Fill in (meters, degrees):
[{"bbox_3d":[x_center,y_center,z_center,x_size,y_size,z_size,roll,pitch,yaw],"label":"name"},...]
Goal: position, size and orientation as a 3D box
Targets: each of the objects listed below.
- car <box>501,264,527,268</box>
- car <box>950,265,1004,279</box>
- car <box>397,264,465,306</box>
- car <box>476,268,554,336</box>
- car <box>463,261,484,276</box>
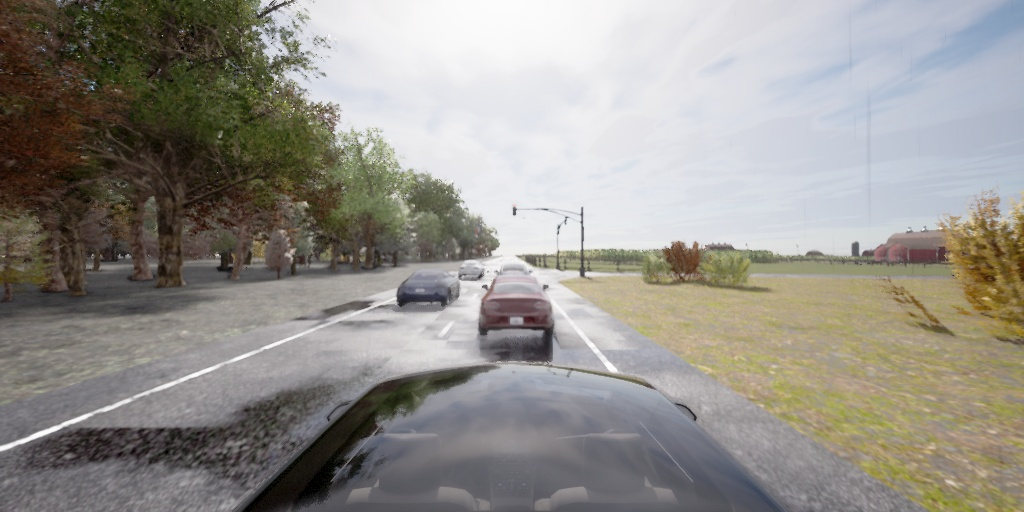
[{"bbox_3d":[0.080,1.159,19.417,1.837,1.490,4.892,0,0,0],"label":"car"},{"bbox_3d":[48.894,1.644,37.582,4.181,1.385,1.994,1,-1,0],"label":"car"},{"bbox_3d":[-3.414,1.240,15.323,1.994,1.385,4.181,0,0,0],"label":"car"},{"bbox_3d":[0.101,1.230,10.092,1.812,1.442,4.674,0,0,0],"label":"car"},{"bbox_3d":[-3.431,1.116,30.791,1.812,1.442,4.674,0,1,0],"label":"car"}]
